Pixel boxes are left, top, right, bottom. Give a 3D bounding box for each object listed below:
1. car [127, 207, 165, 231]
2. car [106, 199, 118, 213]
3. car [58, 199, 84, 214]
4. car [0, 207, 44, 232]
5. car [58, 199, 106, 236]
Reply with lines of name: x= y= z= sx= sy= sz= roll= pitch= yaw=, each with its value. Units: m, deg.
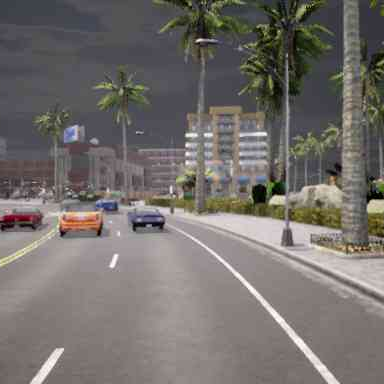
car: x=-3.036 y=1.609 z=20.943 sx=1.895 sy=1.301 sz=4.718 roll=0 pitch=0 yaw=-16
car: x=-9.609 y=1.493 z=36.612 sx=1.882 sy=1.535 sz=5.008 roll=0 pitch=-1 yaw=-30
car: x=-13.023 y=1.515 z=35.558 sx=1.837 sy=1.490 sz=4.892 roll=0 pitch=-1 yaw=-30
car: x=-10.397 y=1.610 z=20.580 sx=1.895 sy=1.301 sz=4.718 roll=0 pitch=0 yaw=-18
car: x=-6.149 y=1.360 z=18.878 sx=2.097 sy=1.767 sz=4.553 roll=0 pitch=0 yaw=-14
